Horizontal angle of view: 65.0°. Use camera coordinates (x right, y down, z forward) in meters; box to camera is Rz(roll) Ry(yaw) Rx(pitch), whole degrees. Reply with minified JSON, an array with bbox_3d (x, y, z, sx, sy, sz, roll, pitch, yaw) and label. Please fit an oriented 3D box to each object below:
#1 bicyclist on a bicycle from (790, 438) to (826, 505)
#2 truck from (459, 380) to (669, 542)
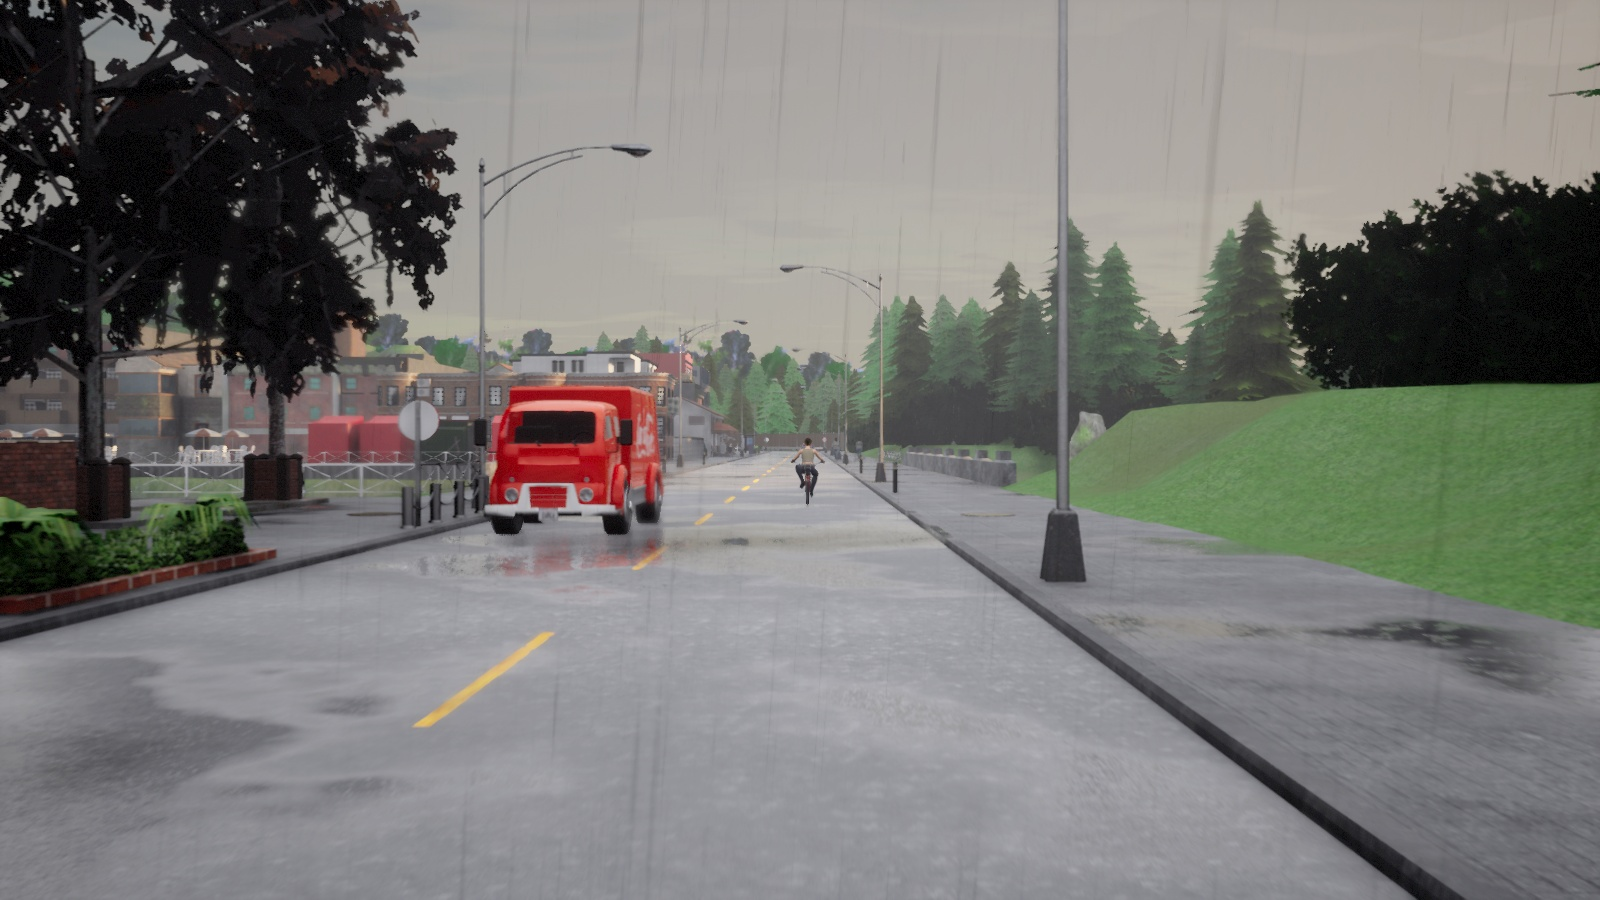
[{"bbox_3d":[0.191,0.509,30.964,0.866,1.612,1.509,0,0,0],"label":"bicyclist on a bicycle"},{"bbox_3d":[-3.861,0.127,21.733,2.627,2.467,5.204,0,1,0],"label":"truck"}]
